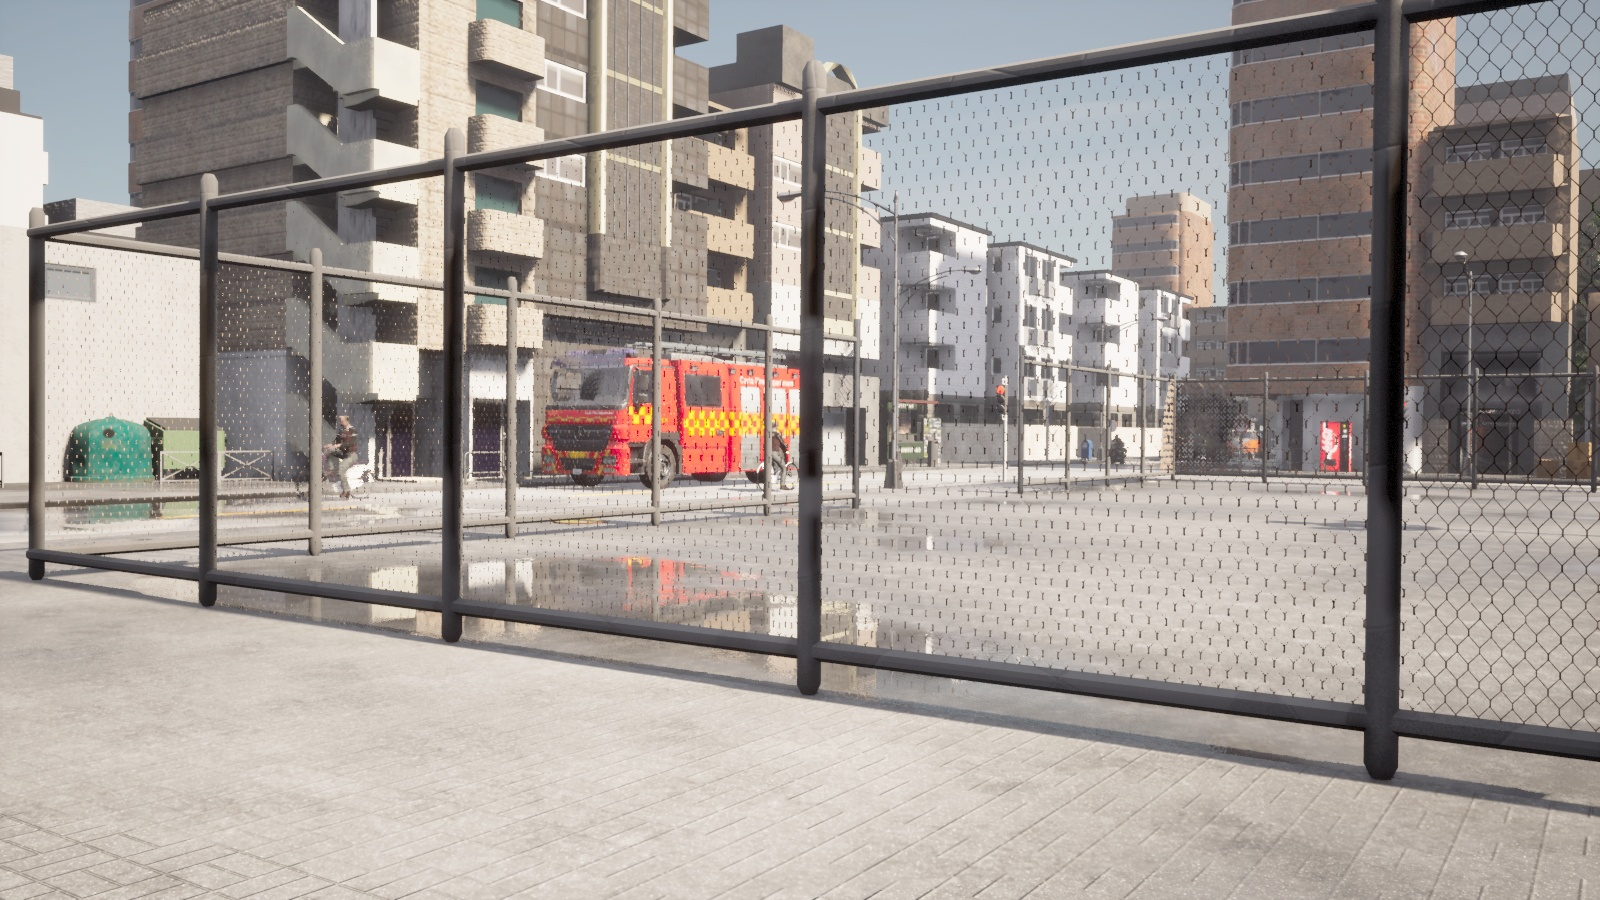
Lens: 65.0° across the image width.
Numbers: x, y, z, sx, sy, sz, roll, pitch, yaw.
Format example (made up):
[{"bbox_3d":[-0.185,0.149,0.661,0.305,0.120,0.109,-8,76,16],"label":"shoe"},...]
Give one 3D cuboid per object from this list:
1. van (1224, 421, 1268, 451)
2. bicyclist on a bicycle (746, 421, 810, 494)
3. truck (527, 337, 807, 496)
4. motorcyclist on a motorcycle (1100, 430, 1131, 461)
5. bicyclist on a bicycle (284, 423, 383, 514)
[{"bbox_3d":[30.279,-0.954,85.245,1.775,1.987,4.442,0,1,34],"label":"van"},{"bbox_3d":[-0.528,0.175,31.639,0.659,1.776,1.843,0,1,34],"label":"bicyclist on a bicycle"},{"bbox_3d":[-3.353,-0.876,34.638,2.891,3.827,8.468,0,1,34],"label":"truck"},{"bbox_3d":[16.057,-0.251,63.850,0.866,1.530,2.191,0,1,34],"label":"motorcyclist on a motorcycle"},{"bbox_3d":[-9.429,0.340,25.447,0.659,1.776,1.843,0,1,33],"label":"bicyclist on a bicycle"}]
